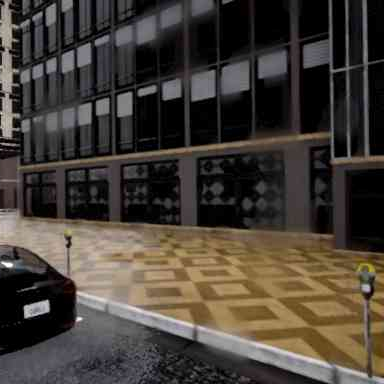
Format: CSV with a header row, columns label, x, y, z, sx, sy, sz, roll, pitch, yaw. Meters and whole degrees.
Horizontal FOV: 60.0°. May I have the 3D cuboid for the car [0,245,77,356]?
label,x,y,z,sx,sy,sz,roll,pitch,yaw
car,-3.706,1.552,5.533,4.313,1.339,1.947,0,-1,36
